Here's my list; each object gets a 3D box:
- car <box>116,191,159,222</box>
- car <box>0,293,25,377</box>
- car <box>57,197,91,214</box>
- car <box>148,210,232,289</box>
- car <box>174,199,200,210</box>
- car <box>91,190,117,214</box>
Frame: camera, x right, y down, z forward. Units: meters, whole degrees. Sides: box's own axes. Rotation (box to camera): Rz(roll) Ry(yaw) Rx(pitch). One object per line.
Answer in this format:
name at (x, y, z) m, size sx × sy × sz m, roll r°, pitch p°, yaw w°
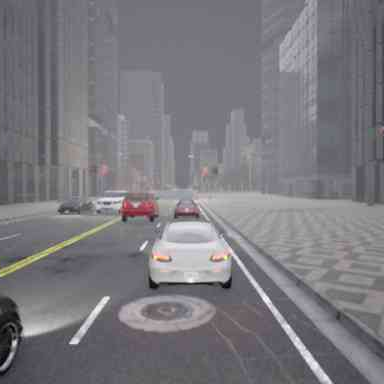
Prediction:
car at (-3.615, 0.957, 23.826) m, size 2.150 × 2.045 × 5.566 m, roll 0°, pitch 1°, yaw -1°
car at (-3.200, 1.533, 2.754) m, size 1.994 × 1.385 × 4.181 m, roll 0°, pitch 1°, yaw -1°
car at (-10.443, 1.208, 30.300) m, size 2.033 × 1.411 × 5.357 m, roll 0°, pitch 1°, yaw -1°
car at (-0.067, 1.428, 8.756) m, size 1.812 × 1.442 × 4.674 m, roll 0°, pitch 1°, yaw -1°
car at (-0.420, 1.266, 26.560) m, size 1.994 × 1.385 × 4.181 m, roll 0°, pitch 1°, yaw -1°
car at (-7.198, 0.880, 30.642) m, size 2.150 × 2.045 × 5.566 m, roll 0°, pitch 0°, yaw -1°
